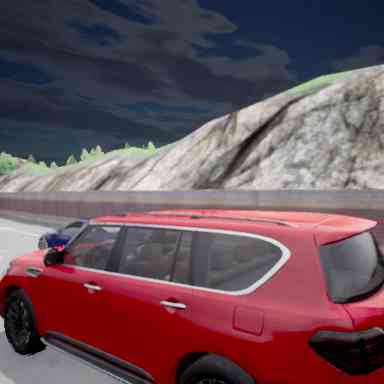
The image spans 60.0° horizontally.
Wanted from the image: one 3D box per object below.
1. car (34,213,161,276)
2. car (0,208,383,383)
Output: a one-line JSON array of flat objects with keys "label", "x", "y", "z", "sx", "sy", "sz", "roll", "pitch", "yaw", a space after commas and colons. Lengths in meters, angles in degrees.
[{"label": "car", "x": -3.366, "y": 1.573, "z": 11.269, "sx": 4.674, "sy": 1.442, "sz": 1.812, "roll": 0, "pitch": 0, "yaw": 40}, {"label": "car", "x": -0.373, "y": 1.240, "z": 4.383, "sx": 5.566, "sy": 2.045, "sz": 2.150, "roll": 0, "pitch": 0, "yaw": 37}]
